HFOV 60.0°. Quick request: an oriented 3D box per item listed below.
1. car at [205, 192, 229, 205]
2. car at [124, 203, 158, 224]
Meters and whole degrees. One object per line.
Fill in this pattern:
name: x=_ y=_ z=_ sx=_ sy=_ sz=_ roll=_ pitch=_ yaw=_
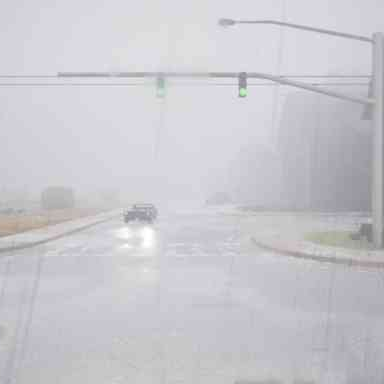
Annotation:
car: x=3.988 y=0.958 z=52.909 sx=1.905 sy=1.878 sz=3.866 roll=-8 pitch=4 yaw=-42
car: x=-3.660 y=1.507 z=24.300 sx=1.895 sy=1.301 sz=4.718 roll=0 pitch=0 yaw=0
